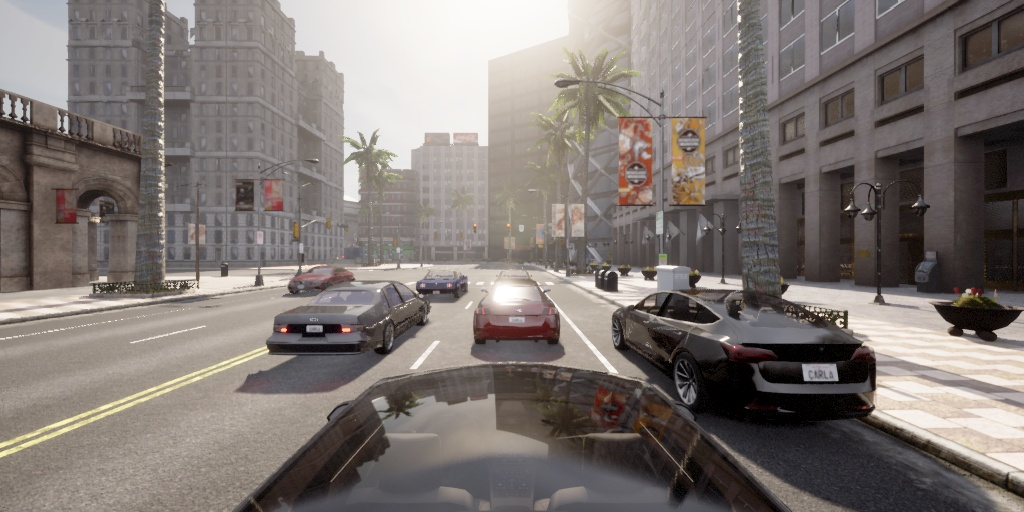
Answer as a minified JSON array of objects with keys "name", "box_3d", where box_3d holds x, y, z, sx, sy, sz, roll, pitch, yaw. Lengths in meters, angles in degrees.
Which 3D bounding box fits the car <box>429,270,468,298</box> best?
[{"name":"car","box_3d":[-3.396,1.351,18.335,1.895,1.301,4.718,0,0,0]}]

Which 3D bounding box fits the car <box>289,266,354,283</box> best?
[{"name":"car","box_3d":[-10.497,1.279,20.165,1.812,1.442,4.674,0,0,0]}]

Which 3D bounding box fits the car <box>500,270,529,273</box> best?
[{"name":"car","box_3d":[0.105,1.351,18.376,1.895,1.301,4.718,0,0,0]}]

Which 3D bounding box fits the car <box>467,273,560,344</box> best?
[{"name":"car","box_3d":[0.103,1.314,9.568,1.994,1.385,4.181,0,0,0]}]

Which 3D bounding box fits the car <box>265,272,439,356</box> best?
[{"name":"car","box_3d":[-3.400,1.297,8.686,2.033,1.411,5.357,0,0,0]}]
